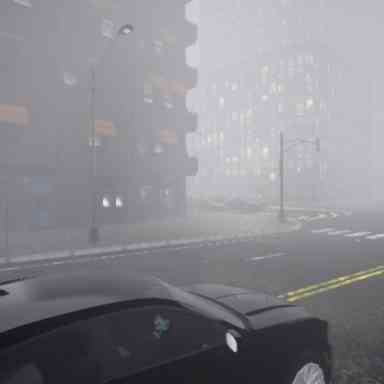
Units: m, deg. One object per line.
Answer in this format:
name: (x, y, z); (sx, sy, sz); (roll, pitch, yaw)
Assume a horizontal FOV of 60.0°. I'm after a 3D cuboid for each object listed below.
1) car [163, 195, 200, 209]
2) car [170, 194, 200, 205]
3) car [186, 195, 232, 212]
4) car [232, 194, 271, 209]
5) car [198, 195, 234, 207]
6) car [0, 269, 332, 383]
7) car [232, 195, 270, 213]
car: (-1.316, 1.108, 38.870); (1.994, 1.385, 4.181); (0, 1, -45)
car: (-1.004, 1.009, 46.690); (4.206, 1.307, 1.802); (1, 0, 45)
car: (1.235, 1.181, 32.623); (4.829, 1.417, 1.752); (1, 0, 45)
car: (6.939, 1.038, 39.002); (4.097, 1.590, 1.967); (1, 0, 45)
car: (3.061, 1.082, 42.697); (4.313, 1.339, 1.947); (1, 0, 44)
car: (-0.764, 1.477, 2.940); (5.008, 1.535, 1.882); (0, 0, -36)
car: (5.014, 1.245, 32.644); (4.181, 1.385, 1.994); (1, 1, 45)
